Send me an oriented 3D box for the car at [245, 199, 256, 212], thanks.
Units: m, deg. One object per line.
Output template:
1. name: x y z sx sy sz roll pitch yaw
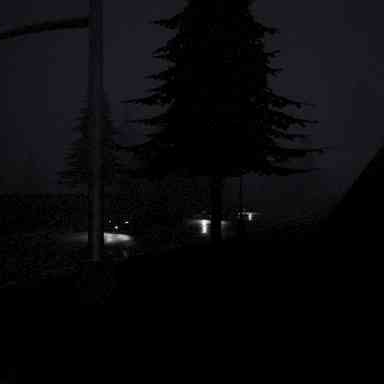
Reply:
1. car: 6.459 1.547 38.985 2.033 1.411 5.357 0 0 16

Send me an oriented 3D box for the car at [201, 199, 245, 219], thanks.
1. car: 2.691 1.547 29.248 2.033 1.411 5.357 0 0 26

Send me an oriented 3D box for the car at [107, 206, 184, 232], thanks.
1. car: -2.629 1.547 20.380 2.033 1.411 5.357 0 0 35
